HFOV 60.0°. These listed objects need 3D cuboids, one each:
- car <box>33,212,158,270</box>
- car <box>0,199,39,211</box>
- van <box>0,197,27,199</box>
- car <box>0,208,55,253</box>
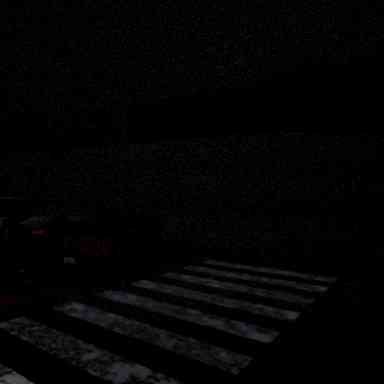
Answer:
[{"bbox_3d":[-2.704,1.500,11.378,2.163,1.488,4.792,1,-1,15],"label":"car"},{"bbox_3d":[-7.583,1.332,14.854,2.185,1.767,4.553,0,-1,15],"label":"car"},{"bbox_3d":[-9.973,1.227,16.730,1.878,1.987,4.442,0,-1,15],"label":"van"},{"bbox_3d":[-5.149,1.504,13.148,2.002,1.452,4.674,0,-1,15],"label":"car"}]
